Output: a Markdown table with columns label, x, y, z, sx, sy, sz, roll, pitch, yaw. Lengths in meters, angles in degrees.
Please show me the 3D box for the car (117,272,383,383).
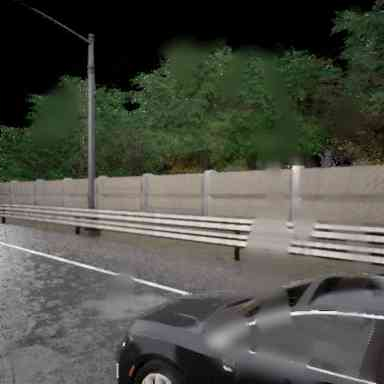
| label | x | y | z | sx | sy | sz | roll | pitch | yaw |
| --- | --- | --- | --- | --- | --- | --- | --- | --- | --- |
| car | 1.446 | 1.506 | 2.839 | 4.892 | 1.490 | 1.837 | 0 | 0 | 36 |
